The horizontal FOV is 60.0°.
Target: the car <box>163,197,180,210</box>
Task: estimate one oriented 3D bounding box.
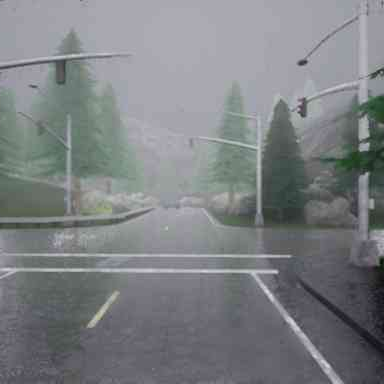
[{"bbox_3d":[-3.168,1.761,52.976,2.150,2.045,5.566,0,-1,6],"label":"car"}]
